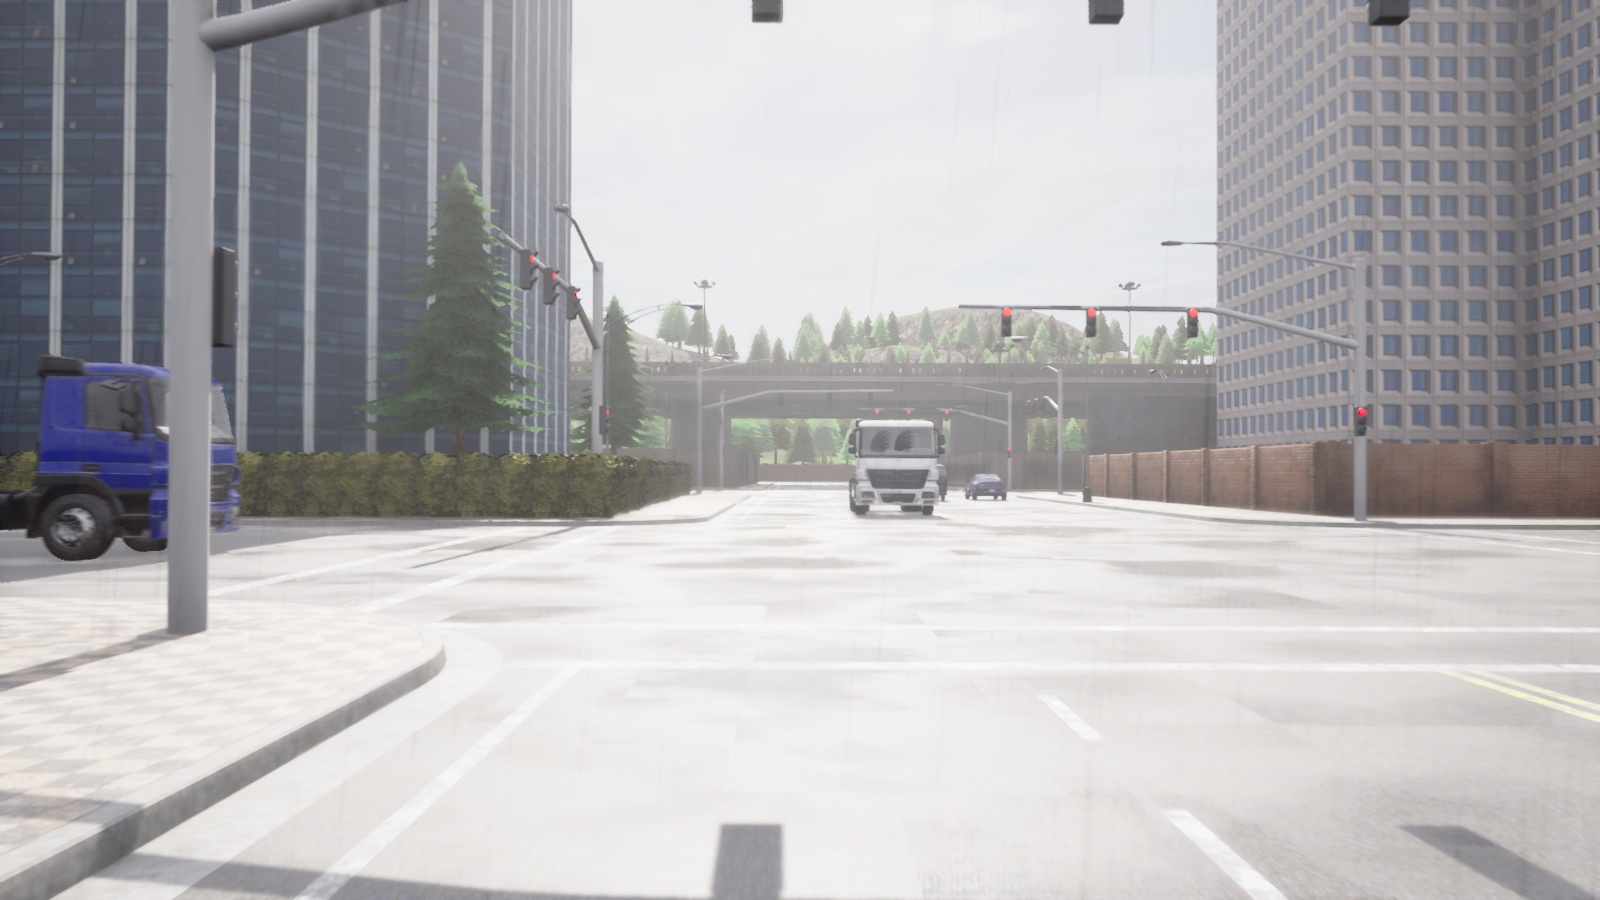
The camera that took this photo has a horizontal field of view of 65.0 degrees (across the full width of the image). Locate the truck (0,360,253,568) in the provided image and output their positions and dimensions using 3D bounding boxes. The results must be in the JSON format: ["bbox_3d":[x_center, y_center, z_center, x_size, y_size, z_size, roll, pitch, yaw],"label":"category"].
[{"bbox_3d":[-14.365,0.265,22.394,7.936,3.462,2.891,0,-1,-1],"label":"truck"}]

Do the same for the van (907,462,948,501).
[{"bbox_3d":[6.817,1.670,67.501,1.775,1.987,4.442,0,-1,0],"label":"van"}]

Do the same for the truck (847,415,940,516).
[{"bbox_3d":[3.368,0.610,47.228,2.891,3.462,7.936,0,-1,0],"label":"truck"}]

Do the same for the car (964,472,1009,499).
[{"bbox_3d":[10.312,1.967,69.760,1.812,1.442,4.674,0,-1,0],"label":"car"}]
